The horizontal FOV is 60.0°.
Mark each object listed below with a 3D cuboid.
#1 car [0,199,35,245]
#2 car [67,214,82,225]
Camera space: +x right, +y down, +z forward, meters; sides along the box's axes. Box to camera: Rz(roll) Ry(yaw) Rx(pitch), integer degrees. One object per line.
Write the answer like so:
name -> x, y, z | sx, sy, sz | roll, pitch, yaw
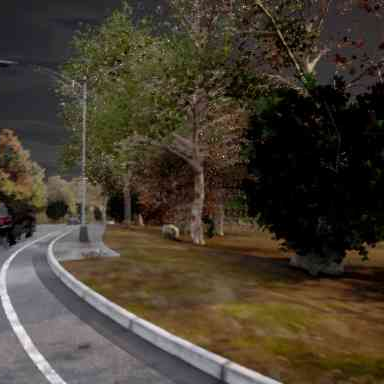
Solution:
car -> -9.320, 1.385, 16.325 | 2.150, 2.045, 5.566 | 1, -2, -14
car -> -17.505, 4.083, 49.779 | 2.128, 1.511, 4.902 | 1, -5, -13
